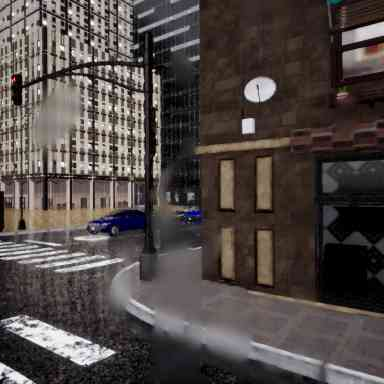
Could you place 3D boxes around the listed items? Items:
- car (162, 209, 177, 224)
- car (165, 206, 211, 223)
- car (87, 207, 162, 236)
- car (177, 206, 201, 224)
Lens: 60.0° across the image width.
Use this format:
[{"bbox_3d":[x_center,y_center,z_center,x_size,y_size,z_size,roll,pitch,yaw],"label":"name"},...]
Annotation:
[{"bbox_3d":[-3.526,1.894,25.924,2.008,1.369,4.403,-2,-2,35],"label":"car"},{"bbox_3d":[-0.324,1.975,30.481,2.008,1.369,4.403,-2,-2,35],"label":"car"},{"bbox_3d":[-4.172,1.773,20.248,1.812,1.442,4.674,-1,-1,33],"label":"car"},{"bbox_3d":[1.247,1.863,27.965,1.882,1.535,5.008,-1,-1,35],"label":"car"}]
